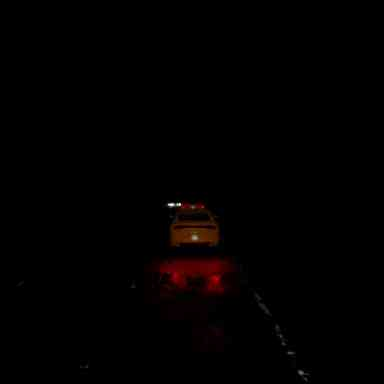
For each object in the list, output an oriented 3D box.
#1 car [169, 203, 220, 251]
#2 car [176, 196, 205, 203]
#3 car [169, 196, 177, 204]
[{"bbox_3d":[0.054,1.421,13.935,1.882,1.535,5.008,0,0,-1],"label":"car"},{"bbox_3d":[0.045,1.235,27.800,2.097,1.767,4.553,0,0,1],"label":"car"},{"bbox_3d":[-2.799,1.316,56.461,1.994,1.385,4.181,0,0,1],"label":"car"}]
